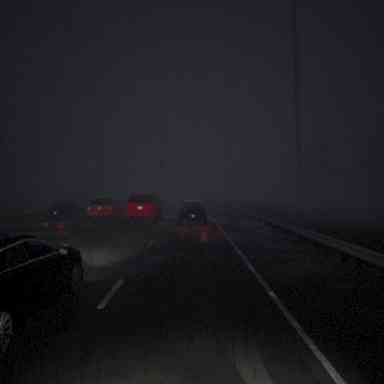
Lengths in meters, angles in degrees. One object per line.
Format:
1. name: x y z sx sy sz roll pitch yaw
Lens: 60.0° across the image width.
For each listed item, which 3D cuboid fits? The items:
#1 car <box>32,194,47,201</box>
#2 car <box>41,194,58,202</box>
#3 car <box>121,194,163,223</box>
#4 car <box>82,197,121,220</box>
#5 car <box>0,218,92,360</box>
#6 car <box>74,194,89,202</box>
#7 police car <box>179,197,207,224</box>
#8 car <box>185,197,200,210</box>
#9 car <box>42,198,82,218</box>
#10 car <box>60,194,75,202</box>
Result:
1. car: -33.805 1.272 73.912 1.994 1.385 4.181 0 0 -9
2. car: -29.614 1.262 69.346 2.128 1.511 4.902 0 0 -7
3. car: -3.438 1.128 24.617 2.150 2.045 5.566 0 0 0
4. car: -6.944 1.250 27.037 2.097 1.767 4.553 0 0 0
5. car: -3.409 1.469 5.730 2.128 1.511 4.902 0 0 0
6. car: -22.295 1.246 67.033 1.837 1.490 4.892 0 0 -6
7. police car: 0.062 1.335 23.942 1.930 1.638 5.238 0 0 0
8. car: 0.034 1.372 40.991 1.812 1.442 4.674 0 0 0
9. car: -10.443 1.420 27.714 1.812 1.442 4.674 0 0 0
10. car: -26.181 1.212 70.064 1.882 1.535 5.008 0 0 -7
